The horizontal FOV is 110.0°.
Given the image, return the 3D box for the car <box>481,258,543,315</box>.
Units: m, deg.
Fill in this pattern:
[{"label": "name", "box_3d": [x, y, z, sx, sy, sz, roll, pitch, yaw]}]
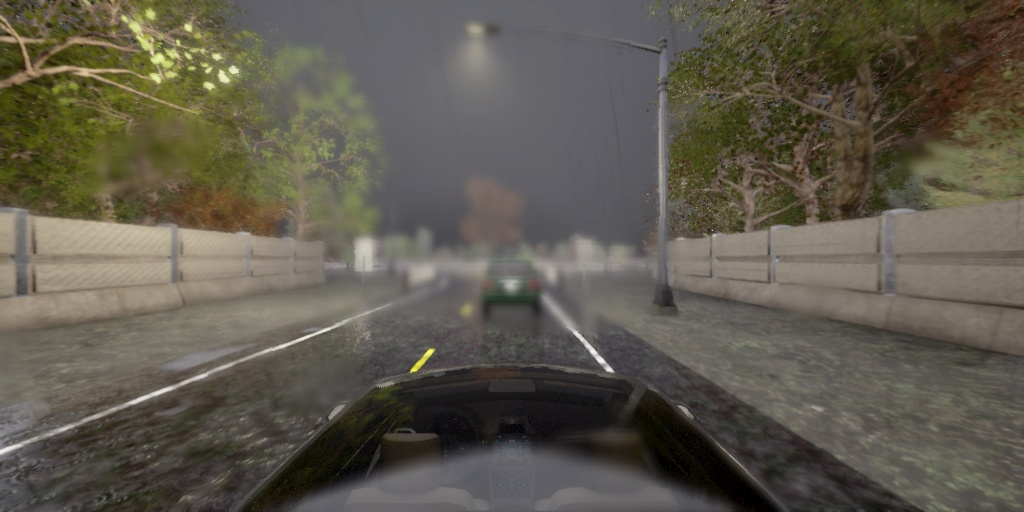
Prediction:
[{"label": "car", "box_3d": [0.003, 1.116, 14.402, 2.150, 2.045, 5.566, 0, 0, 0]}]
